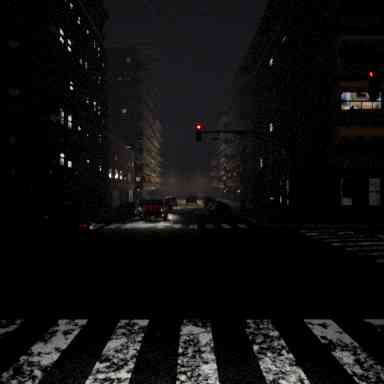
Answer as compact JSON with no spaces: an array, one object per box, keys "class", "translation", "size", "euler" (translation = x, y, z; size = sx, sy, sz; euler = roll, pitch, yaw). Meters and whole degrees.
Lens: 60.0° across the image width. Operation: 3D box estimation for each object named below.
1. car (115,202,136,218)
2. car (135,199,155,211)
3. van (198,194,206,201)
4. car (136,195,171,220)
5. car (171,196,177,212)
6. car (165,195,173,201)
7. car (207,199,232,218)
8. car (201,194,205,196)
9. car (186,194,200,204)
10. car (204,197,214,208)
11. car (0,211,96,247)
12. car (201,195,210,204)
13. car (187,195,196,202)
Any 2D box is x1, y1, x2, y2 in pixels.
[{"class":"car","translation":[-5.747,1.567,30.381],"size":[1.947,1.339,4.313],"euler":[0,0,0]},{"class":"car","translation":[-5.766,1.571,41.429],"size":[1.947,1.339,4.313],"euler":[0,0,0]},{"class":"van","translation":[2.540,1.376,85.618],"size":[1.690,1.788,3.998],"euler":[-1,0,0]},{"class":"car","translation":[-3.087,1.353,27.630],"size":[2.097,1.767,4.553],"euler":[0,0,-2]},{"class":"car","translation":[-3.162,1.496,37.925],"size":[2.128,1.511,4.902],"euler":[0,0,0]},{"class":"car","translation":[-5.839,1.560,85.447],"size":[1.752,1.417,4.829],"euler":[0,0,0]},{"class":"car","translation":[2.634,1.583,30.383],"size":[1.802,1.307,4.206],"euler":[0,0,0]},{"class":"car","translation":[3.048,1.542,60.952],"size":[1.812,1.442,4.674],"euler":[0,0,0]},{"class":"car","translation":[-0.103,1.368,61.437],"size":[2.097,1.767,4.553],"euler":[0,0,0]},{"class":"car","translation":[2.625,1.569,35.907],"size":[1.947,1.339,4.313],"euler":[0,0,0]},{"class":"car","translation":[-6.476,1.569,14.785],"size":[4.181,1.385,1.994],"euler":[0,0,-1]},{"class":"car","translation":[2.606,1.553,46.954],"size":[1.887,1.381,4.507],"euler":[0,0,0]},{"class":"car","translation":[-0.115,1.407,69.840],"size":[1.994,1.385,4.181],"euler":[0,0,0]}]
